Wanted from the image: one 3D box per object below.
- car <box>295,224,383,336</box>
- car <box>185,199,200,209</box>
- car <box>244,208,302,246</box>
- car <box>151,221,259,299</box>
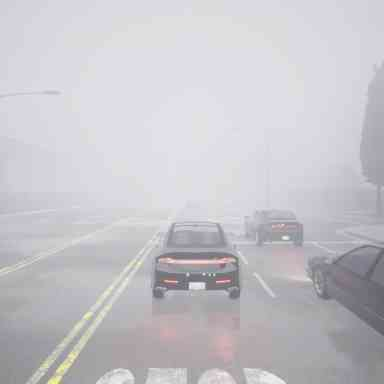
[{"bbox_3d":[3.593,1.547,5.410,2.033,1.411,5.357,0,0,0],"label":"car"},{"bbox_3d":[0.038,1.601,44.147,1.895,1.301,4.718,0,0,0],"label":"car"},{"bbox_3d":[3.579,1.505,15.157,1.837,1.490,4.892,0,0,0],"label":"car"},{"bbox_3d":[0.089,1.492,8.459,2.128,1.511,4.902,0,0,0],"label":"car"}]
